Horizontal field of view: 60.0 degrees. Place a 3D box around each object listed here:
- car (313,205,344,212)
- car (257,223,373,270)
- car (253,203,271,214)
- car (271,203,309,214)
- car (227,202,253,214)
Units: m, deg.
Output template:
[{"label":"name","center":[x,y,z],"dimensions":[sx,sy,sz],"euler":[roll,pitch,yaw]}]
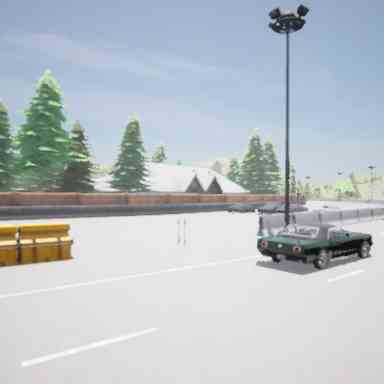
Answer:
[{"label":"car","center":[14.994,2.060,36.457],"dimensions":[1.895,1.301,4.718],"euler":[0,-1,42]},{"label":"car","center":[4.479,1.746,11.673],"dimensions":[4.718,1.301,1.895],"euler":[1,-1,-39]},{"label":"car","center":[10.200,2.030,41.567],"dimensions":[2.033,1.411,5.357],"euler":[0,-1,42]},{"label":"car","center":[11.476,1.999,37.769],"dimensions":[2.033,1.411,5.357],"euler":[0,-1,43]},{"label":"car","center":[6.330,2.032,42.559],"dimensions":[1.994,1.385,4.181],"euler":[0,-1,42]}]
